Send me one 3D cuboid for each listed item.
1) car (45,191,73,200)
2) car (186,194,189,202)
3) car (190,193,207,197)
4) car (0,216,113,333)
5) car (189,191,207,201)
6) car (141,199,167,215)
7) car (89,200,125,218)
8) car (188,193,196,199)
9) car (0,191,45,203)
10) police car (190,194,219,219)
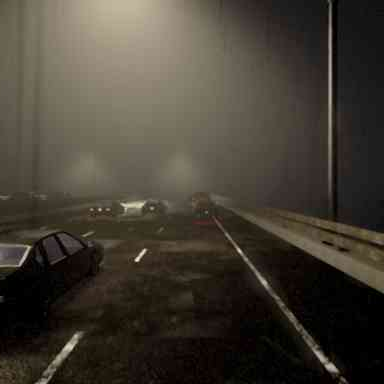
[{"bbox_3d":[-17.584,0.912,43.886,2.150,2.045,5.566,0,0,0],"label":"car"},{"bbox_3d":[-0.004,1.079,59.946,1.837,1.490,4.892,0,0,0],"label":"car"},{"bbox_3d":[1.047,1.220,36.487,1.882,1.535,5.008,0,0,0],"label":"car"},{"bbox_3d":[-3.399,1.498,6.983,2.033,1.411,5.357,0,0,0],"label":"car"},{"bbox_3d":[1.047,0.922,42.515,2.150,2.045,5.566,0,0,0],"label":"car"},{"bbox_3d":[-3.402,1.349,30.401,1.994,1.385,4.181,0,0,0],"label":"car"},{"bbox_3d":[-6.901,1.354,27.405,2.033,1.411,5.357,0,0,0],"label":"car"},{"bbox_3d":[-0.006,0.921,79.130,2.033,1.411,5.357,0,0,0],"label":"car"},{"bbox_3d":[-21.087,0.927,41.741,2.150,2.045,5.566,0,0,0],"label":"car"},{"bbox_3d":[1.048,1.238,26.597,1.930,1.638,5.238,0,0,0],"label":"police car"}]
